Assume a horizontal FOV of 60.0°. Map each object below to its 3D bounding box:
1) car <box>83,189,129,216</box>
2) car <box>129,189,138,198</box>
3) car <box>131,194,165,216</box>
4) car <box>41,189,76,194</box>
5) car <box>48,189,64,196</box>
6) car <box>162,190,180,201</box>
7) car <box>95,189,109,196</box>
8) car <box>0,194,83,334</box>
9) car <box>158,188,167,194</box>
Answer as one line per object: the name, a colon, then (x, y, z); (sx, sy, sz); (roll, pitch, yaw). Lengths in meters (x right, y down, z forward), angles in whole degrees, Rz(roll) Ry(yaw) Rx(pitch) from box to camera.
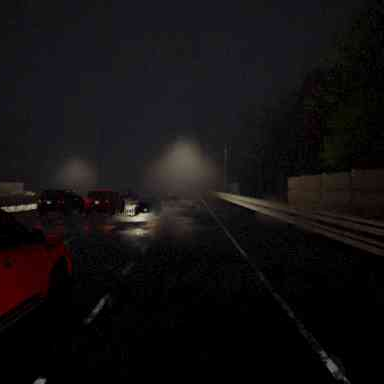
car: (-6.999, 0.835, 27.197); (2.150, 2.045, 5.566); (0, 1, 0)
car: (-10.493, 0.423, 56.292); (2.150, 2.045, 5.566); (0, 1, 0)
car: (-3.498, 1.137, 27.312); (1.812, 1.442, 4.674); (0, 1, 0)
car: (-10.501, 0.836, 27.077); (2.150, 2.045, 5.566); (0, 1, 0)
car: (-31.494, 0.172, 77.184); (1.837, 1.490, 4.892); (0, 1, 0)
car: (-3.496, 0.763, 56.464); (1.994, 1.385, 4.181); (0, 1, 0)
car: (-20.994, 0.016, 77.569); (1.837, 1.490, 4.892); (0, 1, 0)
car: (-3.499, 1.158, 4.406); (2.150, 2.045, 5.566); (0, 1, 0)
car: (-6.994, 0.086, 80.418); (2.150, 2.045, 5.566); (0, 1, 0)
